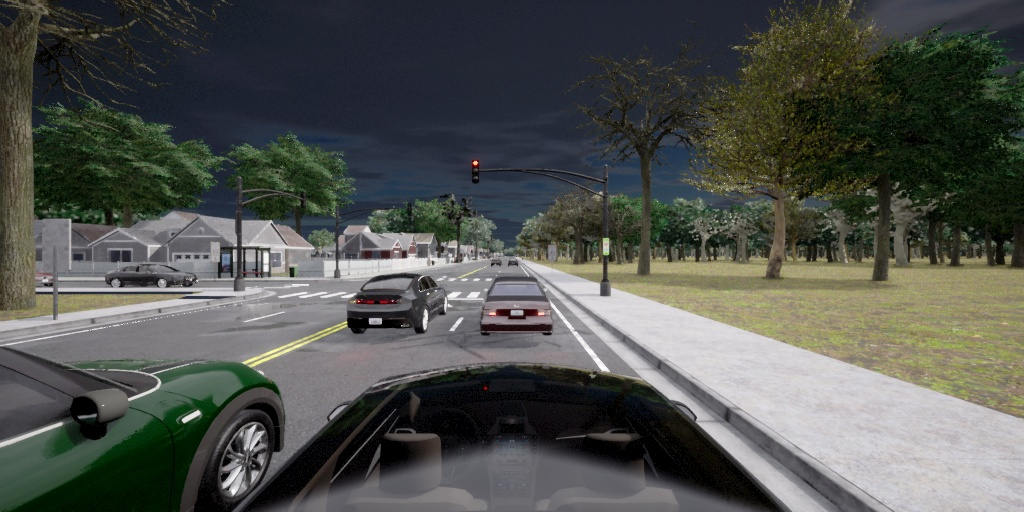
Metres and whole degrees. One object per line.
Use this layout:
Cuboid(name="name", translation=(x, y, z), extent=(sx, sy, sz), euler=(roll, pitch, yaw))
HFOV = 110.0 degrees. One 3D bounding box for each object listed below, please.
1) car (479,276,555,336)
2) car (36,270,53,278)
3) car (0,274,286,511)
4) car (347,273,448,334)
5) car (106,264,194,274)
Cuboid(name="car", translation=(0.112, 1.297, 10.410), extent=(2.033, 1.411, 5.357), euler=(0, 0, 0))
Cuboid(name="car", translation=(-32.201, 1.323, 22.967), extent=(4.674, 1.442, 1.812), euler=(0, 0, 0))
Cuboid(name="car", translation=(-3.148, 1.102, 1.463), extent=(2.097, 1.767, 4.553), euler=(0, 0, 0))
Cuboid(name="car", translation=(-3.145, 1.254, 10.661), extent=(1.837, 1.490, 4.892), euler=(0, 0, 0))
Cuboid(name="car", translation=(-22.913, 1.286, 22.893), extent=(4.892, 1.490, 1.837), euler=(0, 0, 0))
